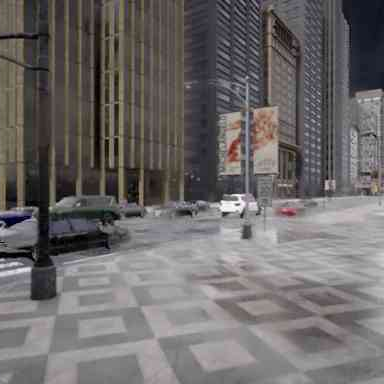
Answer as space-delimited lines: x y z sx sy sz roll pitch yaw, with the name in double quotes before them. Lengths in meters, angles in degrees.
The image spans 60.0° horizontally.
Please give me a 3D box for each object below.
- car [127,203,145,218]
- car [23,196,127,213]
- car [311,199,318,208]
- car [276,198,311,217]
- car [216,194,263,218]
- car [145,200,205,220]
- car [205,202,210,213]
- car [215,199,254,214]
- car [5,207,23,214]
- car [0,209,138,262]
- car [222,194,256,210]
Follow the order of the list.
"car" -5.668 1.593 27.995 1.994 1.385 4.181 0 0 35
"car" -6.992 1.246 20.553 2.150 2.045 5.566 0 0 36
"car" 16.346 1.623 47.310 2.033 1.411 5.357 0 0 36
"car" 9.731 1.620 32.431 1.994 1.385 4.181 0 0 36
"car" 4.648 1.264 30.898 2.150 2.045 5.566 0 -1 35
"car" -1.319 1.527 28.490 2.128 1.511 4.902 0 0 36
"car" 0.249 1.568 36.261 1.812 1.442 4.674 0 0 36
"car" 4.790 1.598 37.018 2.033 1.411 5.357 0 0 35
"car" -10.794 1.619 20.824 1.895 1.301 4.718 0 0 35
"car" -4.740 1.572 12.181 2.033 1.411 5.357 0 0 36
"car" 6.386 1.279 44.788 2.150 2.045 5.566 0 0 37
